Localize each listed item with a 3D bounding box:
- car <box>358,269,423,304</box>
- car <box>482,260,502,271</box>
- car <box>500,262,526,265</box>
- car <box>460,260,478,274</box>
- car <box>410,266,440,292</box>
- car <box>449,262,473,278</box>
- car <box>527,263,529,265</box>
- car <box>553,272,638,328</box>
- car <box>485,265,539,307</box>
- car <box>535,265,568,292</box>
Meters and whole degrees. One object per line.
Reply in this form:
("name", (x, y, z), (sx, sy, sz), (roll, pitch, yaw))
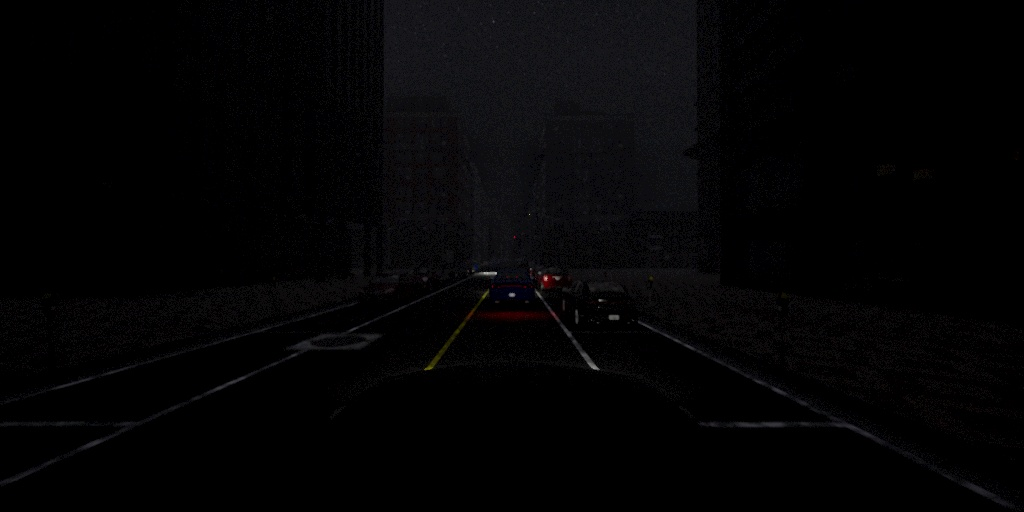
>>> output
("car", (-5.853, 1.473, 17.229), (1.802, 1.307, 4.207), (0, 0, 0))
("car", (-2.985, 1.765, 54.294), (1.994, 1.385, 4.181), (0, 0, 0))
("car", (0.013, 1.517, 31.148), (1.837, 1.490, 4.892), (0, 0, 0))
("car", (-5.844, 1.445, 45.428), (2.192, 1.841, 5.009), (0, 0, 0))
("car", (-5.851, 1.379, 22.870), (1.967, 1.591, 4.097), (0, 0, 0))
("car", (-5.846, 1.648, 39.788), (1.948, 1.339, 4.313), (0, 0, 0))
("car", (2.678, 1.580, 34.121), (1.888, 1.381, 4.507), (0, 0, 0))
("car", (2.670, 1.392, 11.564), (2.007, 1.370, 4.403), (0, 0, 0))
("car", (0.009, 1.361, 16.318), (1.882, 1.535, 5.008), (0, 0, 0))
("car", (2.674, 1.379, 22.842), (1.967, 1.591, 4.097), (0, 0, 0))
